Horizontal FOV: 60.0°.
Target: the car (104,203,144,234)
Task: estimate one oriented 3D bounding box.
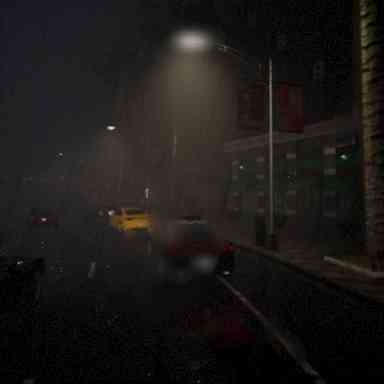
[{"bbox_3d":[-3.983,1.727,21.156,1.882,1.535,5.008,0,-1,-26],"label":"car"}]

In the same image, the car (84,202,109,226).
[{"bbox_3d":[-7.219,1.672,26.970,2.097,1.767,4.553,0,-1,-32],"label":"car"}]

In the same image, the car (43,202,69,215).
[{"bbox_3d":[-16.137,2.050,39.924,1.994,1.385,4.181,0,-1,-32],"label":"car"}]

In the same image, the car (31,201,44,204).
[{"bbox_3d":[-24.015,2.133,52.225,2.128,1.511,4.902,0,-1,-32],"label":"car"}]

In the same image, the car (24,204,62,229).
[{"bbox_3d":[-10.997,1.862,24.216,1.994,1.385,4.181,0,-1,-29],"label":"car"}]

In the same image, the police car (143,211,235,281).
[{"bbox_3d":[-0.258,1.547,10.553,1.930,1.638,5.238,0,-1,-13],"label":"police car"}]

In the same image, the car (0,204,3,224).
[{"bbox_3d":[-17.288,1.575,27.837,2.150,2.045,5.566,0,-1,-31],"label":"car"}]

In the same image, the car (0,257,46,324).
[{"bbox_3d":[-3.958,1.672,5.436,1.895,1.301,4.718,0,-1,-8],"label":"car"}]
